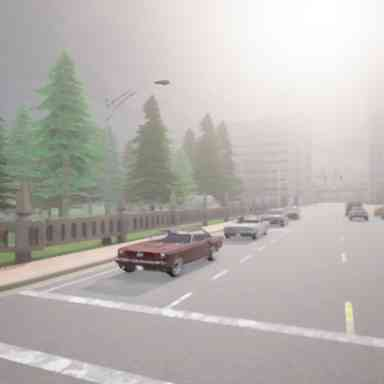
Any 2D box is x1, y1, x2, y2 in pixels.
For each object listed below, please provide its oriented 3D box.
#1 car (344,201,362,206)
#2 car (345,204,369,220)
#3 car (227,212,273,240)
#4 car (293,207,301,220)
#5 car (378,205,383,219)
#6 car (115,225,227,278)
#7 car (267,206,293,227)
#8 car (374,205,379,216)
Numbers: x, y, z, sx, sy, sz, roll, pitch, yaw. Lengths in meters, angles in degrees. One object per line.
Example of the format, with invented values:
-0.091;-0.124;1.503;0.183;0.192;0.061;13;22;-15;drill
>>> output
22.711;2.285;46.595;2.150;2.045;5.566;-1;-2;24;car
18.611;2.393;37.200;2.033;1.411;5.357;-1;-2;24;car
3.494;2.142;20.683;1.895;1.301;4.718;-1;-2;24;car
11.611;2.439;38.929;1.882;1.535;5.008;-1;-2;24;car
22.317;2.365;36.897;1.994;1.385;4.181;-1;-2;24;car
-0.558;1.934;11.644;1.895;1.301;4.718;-1;-2;26;car
7.519;2.256;29.772;1.837;1.490;4.892;-1;-2;24;car
25.902;2.470;45.146;1.882;1.535;5.008;-1;-2;24;car
